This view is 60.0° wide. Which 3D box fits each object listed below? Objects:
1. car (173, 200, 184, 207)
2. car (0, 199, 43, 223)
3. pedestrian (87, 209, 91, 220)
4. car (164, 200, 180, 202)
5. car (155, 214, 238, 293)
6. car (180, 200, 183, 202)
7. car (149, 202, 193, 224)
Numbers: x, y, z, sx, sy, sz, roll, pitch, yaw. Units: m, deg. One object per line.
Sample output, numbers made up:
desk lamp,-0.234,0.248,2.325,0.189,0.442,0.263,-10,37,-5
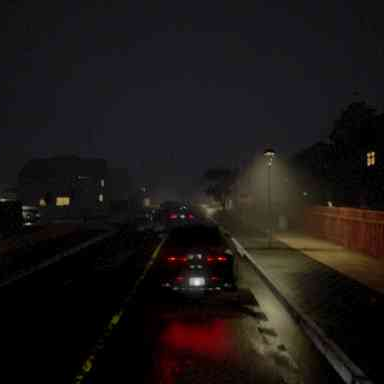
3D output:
car,-2.743,2.290,68.043,1.895,1.301,4.718,0,-1,0
car,-14.997,1.570,26.836,5.566,2.045,2.150,-1,-3,7
pedestrian,-9.907,1.703,32.094,0.375,1.860,0.375,0,-2,5
car,-2.840,1.875,41.129,1.837,1.490,4.892,0,-1,0
car,0.101,1.573,9.064,1.837,1.490,4.892,0,-1,0
car,-2.828,2.101,52.918,1.895,1.301,4.718,0,-1,0
car,-1.576,1.666,23.848,2.033,1.411,5.357,0,0,-23
